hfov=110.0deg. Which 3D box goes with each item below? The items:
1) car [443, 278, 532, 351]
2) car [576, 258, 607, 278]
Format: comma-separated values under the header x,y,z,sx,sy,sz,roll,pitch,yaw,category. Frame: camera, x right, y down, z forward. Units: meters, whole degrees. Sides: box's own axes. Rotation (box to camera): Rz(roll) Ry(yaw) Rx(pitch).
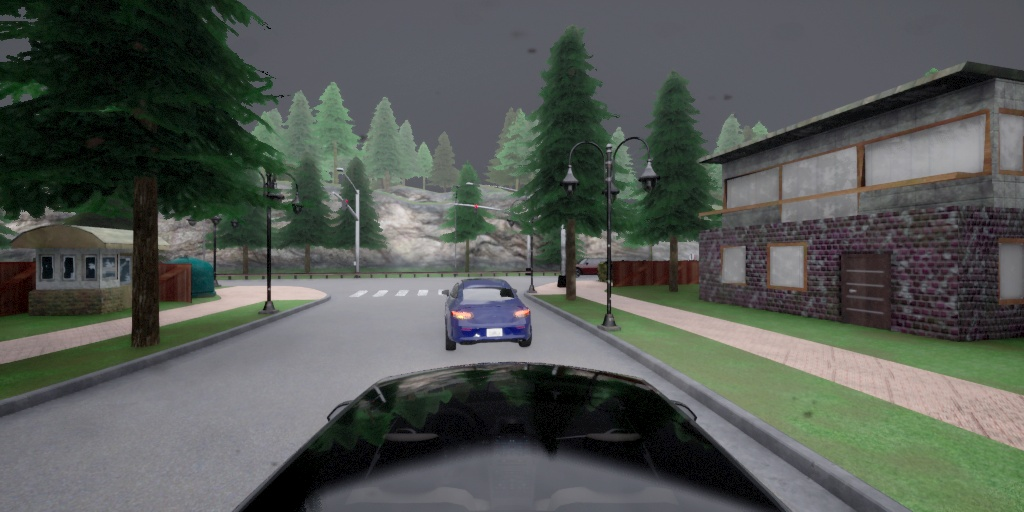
x,y,z,sx,sy,sz,roll,pitch,yaw,category
-0.755,1.276,9.016,1.812,1.442,4.674,0,0,-11,car
6.607,0.945,31.500,4.553,1.767,2.097,0,0,-12,car
